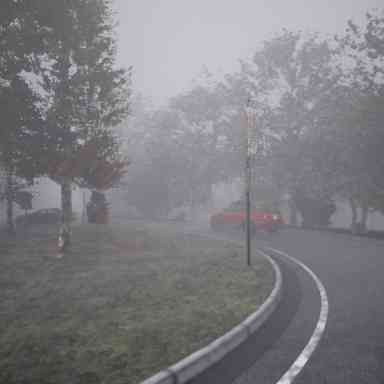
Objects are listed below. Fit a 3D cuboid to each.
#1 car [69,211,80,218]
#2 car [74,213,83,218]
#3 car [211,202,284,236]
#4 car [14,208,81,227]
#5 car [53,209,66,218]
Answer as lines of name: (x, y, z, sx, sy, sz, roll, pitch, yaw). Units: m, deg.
car: (-27.334, 5.200, 77.389, 2.128, 1.511, 4.902, 0, -5, -15)
car: (-30.688, 6.414, 89.871, 1.895, 1.301, 4.718, 0, -5, -14)
car: (3.494, 1.662, 21.963, 2.150, 2.045, 5.566, 1, -1, -32)
car: (-12.574, 2.116, 28.704, 5.008, 1.535, 1.882, 0, -1, -5)
car: (-31.376, 5.178, 78.919, 2.150, 2.045, 5.566, 0, -5, -15)
